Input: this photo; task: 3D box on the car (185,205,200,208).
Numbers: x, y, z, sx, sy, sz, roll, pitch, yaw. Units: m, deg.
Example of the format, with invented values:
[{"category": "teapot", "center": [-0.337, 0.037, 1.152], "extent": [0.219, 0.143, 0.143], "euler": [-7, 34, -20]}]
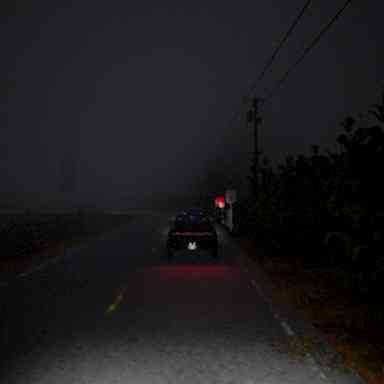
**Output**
[{"category": "car", "center": [0.035, 1.841, 28.868], "extent": [1.812, 1.442, 4.674], "euler": [0, 0, 0]}]

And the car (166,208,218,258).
[{"category": "car", "center": [0.022, 1.641, 13.478], "extent": [2.128, 1.511, 4.902], "euler": [0, 0, 0]}]

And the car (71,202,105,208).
[{"category": "car", "center": [-13.952, 2.011, 44.509], "extent": [4.674, 1.442, 1.812], "euler": [0, -1, 6]}]

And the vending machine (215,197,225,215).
[{"category": "vending machine", "center": [3.369, 1.627, 39.614], "extent": [1.100, 2.100, 0.880], "euler": [0, -1, -1]}]
